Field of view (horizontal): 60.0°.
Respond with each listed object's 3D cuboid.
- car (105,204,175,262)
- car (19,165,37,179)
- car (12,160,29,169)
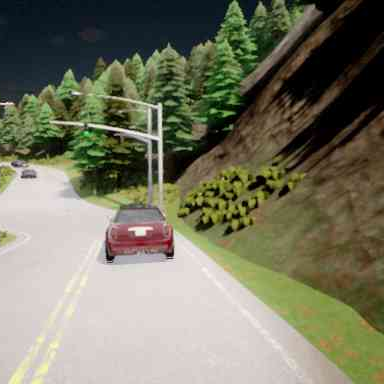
[{"bbox_3d":[-1.920,1.200,11.858,2.097,1.767,4.553,-1,1,-11],"label":"car"},{"bbox_3d":[-24.143,-2.721,49.465,1.994,1.385,4.181,-2,10,-23],"label":"car"},{"bbox_3d":[-32.496,-5.318,63.064,2.128,1.511,4.902,-5,12,-45],"label":"car"}]
